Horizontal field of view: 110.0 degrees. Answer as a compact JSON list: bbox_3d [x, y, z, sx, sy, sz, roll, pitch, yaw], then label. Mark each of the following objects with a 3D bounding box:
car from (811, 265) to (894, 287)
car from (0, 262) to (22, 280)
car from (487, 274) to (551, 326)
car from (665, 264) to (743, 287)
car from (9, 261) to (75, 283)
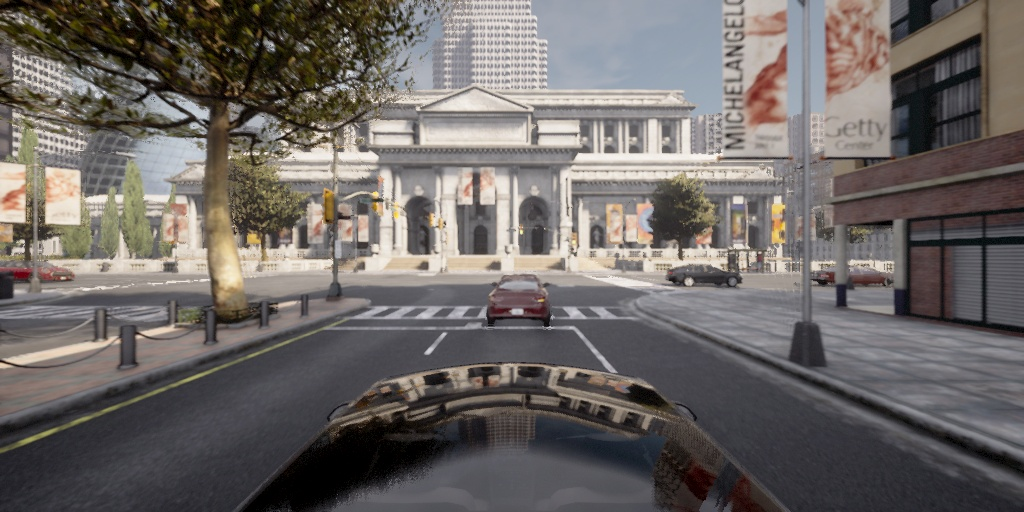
[{"bbox_3d":[23.178,1.349,24.447,5.357,1.411,2.033,0,0,0],"label":"car"},{"bbox_3d":[-37.545,1.330,24.712,4.674,1.442,1.812,0,0,0],"label":"car"},{"bbox_3d":[0.272,1.299,11.709,1.812,1.442,4.674,0,0,3],"label":"car"},{"bbox_3d":[13.053,1.307,24.497,4.892,1.490,1.837,0,0,0],"label":"car"},{"bbox_3d":[-37.535,1.165,28.208,4.553,1.767,2.097,0,0,0],"label":"car"}]
